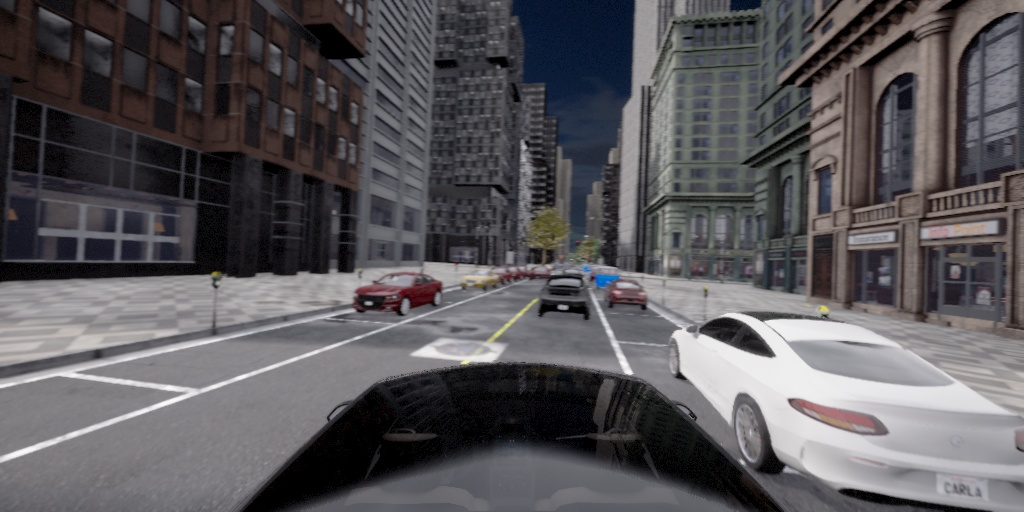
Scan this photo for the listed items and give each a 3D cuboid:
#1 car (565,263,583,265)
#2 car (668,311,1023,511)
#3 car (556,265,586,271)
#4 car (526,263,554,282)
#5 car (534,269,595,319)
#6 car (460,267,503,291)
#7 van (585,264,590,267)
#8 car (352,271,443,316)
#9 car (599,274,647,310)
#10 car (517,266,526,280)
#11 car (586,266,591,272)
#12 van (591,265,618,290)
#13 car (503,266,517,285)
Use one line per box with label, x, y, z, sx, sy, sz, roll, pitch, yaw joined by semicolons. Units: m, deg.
car;7.674;2.073;45.465;1.882;1.535;5.008;2;-1;10
car;3.497;1.459;4.723;1.812;1.442;4.674;2;-1;10
car;4.982;1.774;30.035;1.882;1.535;5.008;2;-1;10
car;2.848;1.755;36.036;1.882;1.535;5.008;2;-1;11
car;2.139;1.496;14.331;1.837;1.490;4.892;2;0;10
car;-2.110;1.453;23.979;1.751;1.417;4.829;0;0;10
van;10.260;2.033;44.344;1.690;1.789;3.998;0;0;10
car;-4.044;1.260;13.273;1.888;1.381;4.507;0;0;10
car;5.338;1.741;17.166;1.802;1.307;4.207;0;0;10
car;-0.114;1.685;35.018;1.888;1.381;4.507;0;0;10
car;9.275;2.130;38.908;1.888;1.381;4.507;0;0;10
van;7.306;1.713;28.038;1.690;1.789;3.998;0;0;10
car;-1.097;1.579;29.582;1.888;1.381;4.507;0;0;10
